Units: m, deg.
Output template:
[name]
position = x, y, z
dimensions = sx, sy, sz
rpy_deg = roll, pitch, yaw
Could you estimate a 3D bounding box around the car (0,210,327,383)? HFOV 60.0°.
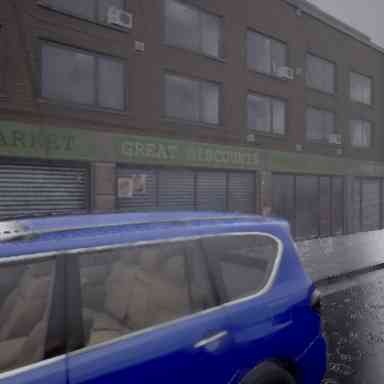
[car]
position = -1.300, 1.221, 2.450
dimensions = 5.566, 2.045, 2.150
rpy_deg = 0, 0, -36
